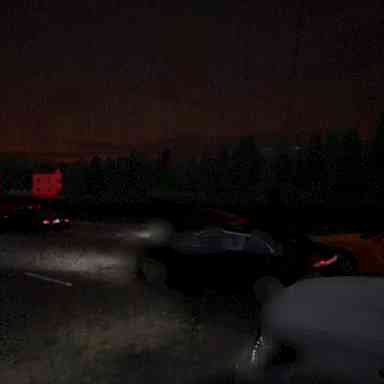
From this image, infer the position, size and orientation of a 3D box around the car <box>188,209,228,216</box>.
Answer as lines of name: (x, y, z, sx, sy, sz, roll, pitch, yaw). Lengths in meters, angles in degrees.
car: (0.654, 1.560, 16.403, 4.674, 1.442, 1.812, 0, 0, 35)

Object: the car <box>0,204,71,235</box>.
car: (-9.215, 1.619, 19.156, 5.357, 1.411, 2.033, 0, 0, 35)

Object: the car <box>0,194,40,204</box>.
car: (-14.624, 1.328, 27.311, 5.566, 2.045, 2.150, 0, 0, 35)

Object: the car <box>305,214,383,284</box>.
car: (5.715, 1.479, 8.514, 5.008, 1.535, 1.882, 0, 0, 35)

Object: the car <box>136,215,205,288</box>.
car: (0.820, 1.506, 7.707, 4.902, 1.511, 2.128, 0, 0, 35)

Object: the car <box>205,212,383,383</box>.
car: (3.008, 1.218, 1.846, 5.566, 2.045, 2.150, 0, 0, 35)
